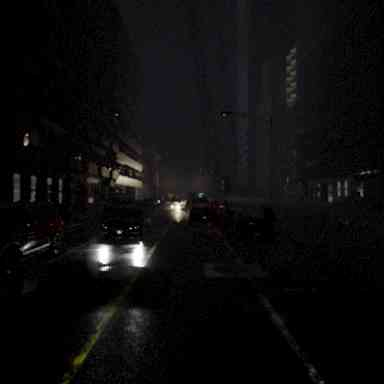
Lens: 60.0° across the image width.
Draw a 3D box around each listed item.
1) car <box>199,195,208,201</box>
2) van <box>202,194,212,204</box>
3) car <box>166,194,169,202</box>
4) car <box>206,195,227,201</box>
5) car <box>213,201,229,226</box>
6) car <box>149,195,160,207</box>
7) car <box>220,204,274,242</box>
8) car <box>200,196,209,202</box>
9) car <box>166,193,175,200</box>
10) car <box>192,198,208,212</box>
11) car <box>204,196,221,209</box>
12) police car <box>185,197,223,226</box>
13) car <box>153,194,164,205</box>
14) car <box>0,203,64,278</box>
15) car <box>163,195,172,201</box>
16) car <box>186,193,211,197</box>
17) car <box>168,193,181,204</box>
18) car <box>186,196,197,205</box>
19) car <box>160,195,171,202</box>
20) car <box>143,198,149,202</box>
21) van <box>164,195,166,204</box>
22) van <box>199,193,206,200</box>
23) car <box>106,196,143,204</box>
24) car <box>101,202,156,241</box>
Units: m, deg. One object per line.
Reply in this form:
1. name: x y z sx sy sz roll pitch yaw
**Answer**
1. car: 2.664 1.382 77.330 1.752 1.417 4.829 1 0 0
2. van: 2.676 1.227 60.452 1.690 1.788 3.998 1 0 0
3. car: -5.707 1.411 60.279 1.752 1.417 4.829 1 0 0
4. car: 2.687 1.376 32.603 1.967 1.590 4.097 1 0 0
5. car: 2.691 1.508 21.464 2.008 1.369 4.403 1 0 0
6. car: -5.700 1.481 43.740 1.947 1.339 4.313 1 0 0
7. car: 2.694 1.519 15.895 2.008 1.369 4.403 1 0 0
8. car: 2.667 1.448 71.590 1.802 1.307 4.206 1 0 0
9. car: -5.718 1.153 88.297 2.192 1.841 5.009 1 0 0
10. car: 0.881 1.449 39.149 1.812 1.442 4.674 0 0 0
11. car: 2.682 1.355 43.743 1.967 1.590 4.097 1 0 0
12. police car: 0.673 1.379 23.245 1.930 1.638 5.238 0 0 -3
13. car: -5.703 1.456 49.309 2.008 1.369 4.403 1 0 0
14. car: -5.680 1.294 10.322 2.192 1.841 5.009 1 0 0
15. car: -5.716 1.382 76.988 1.752 1.417 4.829 1 0 0
16. car: 0.510 1.287 33.030 2.097 1.767 4.553 0 0 -6
17. car: -3.031 1.383 62.627 2.128 1.511 4.902 0 0 0
18. car: -0.028 1.415 58.421 1.812 1.442 4.674 0 0 0
19. car: -5.713 1.417 71.587 2.008 1.369 4.403 1 0 0
20. car: -5.695 1.480 32.600 1.887 1.381 4.507 1 0 0
21. van: -5.702 1.237 54.879 1.690 1.788 3.998 1 0 0
22. van: 2.662 1.180 88.301 1.690 1.788 3.998 1 0 0
23. car: -5.688 1.261 27.030 2.192 1.841 5.009 1 0 0
24. car: -3.109 1.471 16.640 1.837 1.490 4.892 0 0 0
